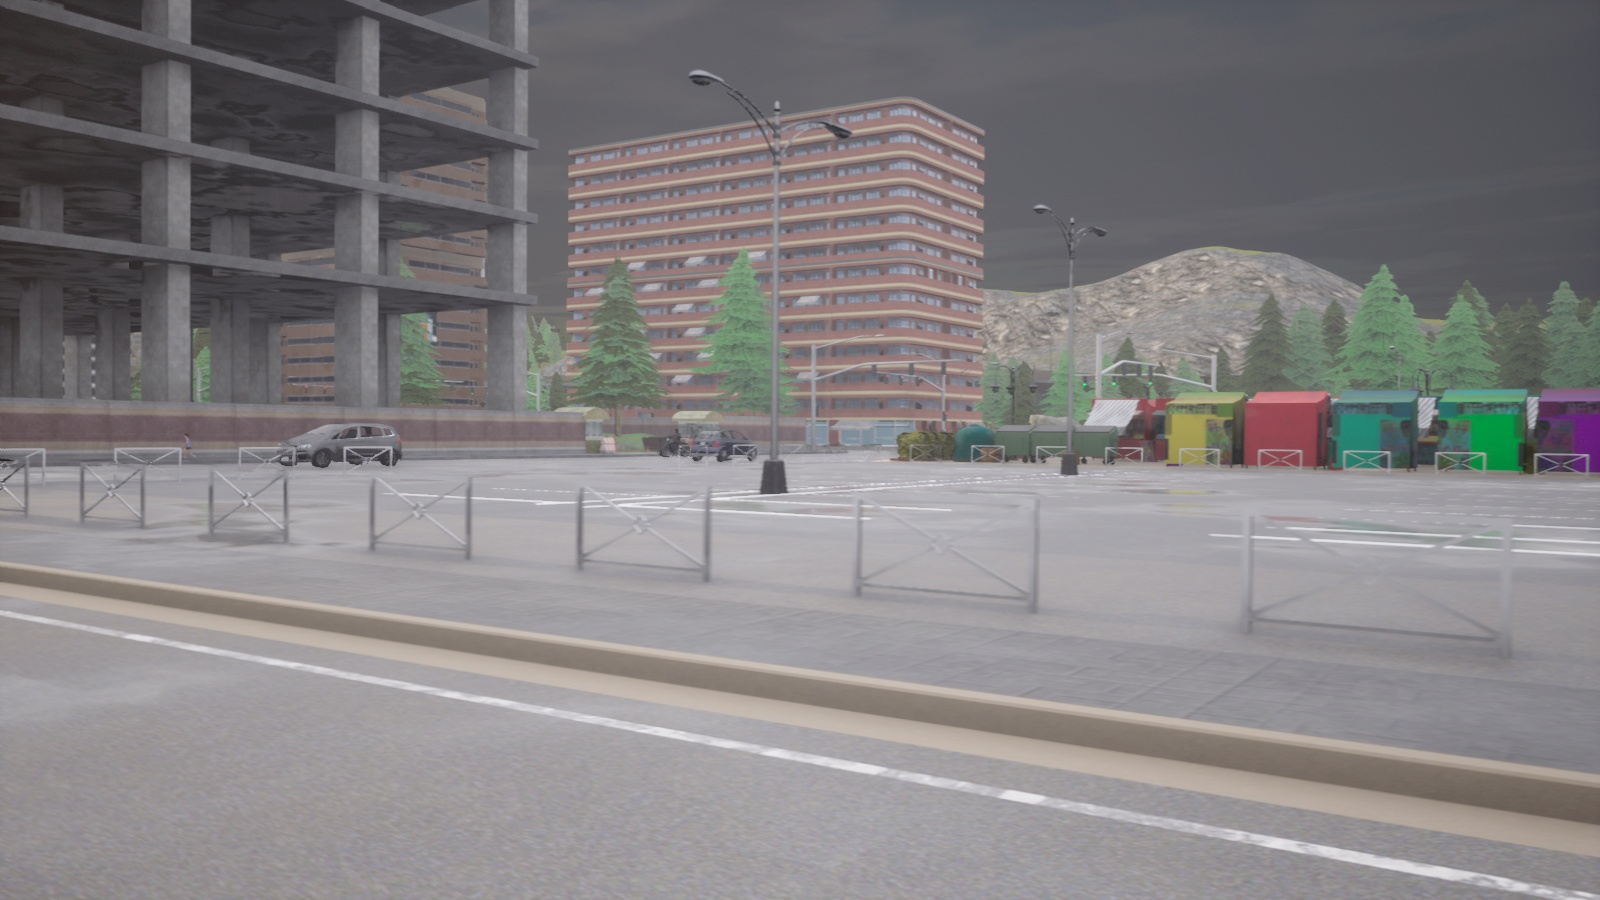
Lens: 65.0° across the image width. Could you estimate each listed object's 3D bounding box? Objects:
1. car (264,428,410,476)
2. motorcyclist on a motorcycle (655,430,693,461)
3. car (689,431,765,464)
[{"bbox_3d":[-17.054,0.041,46.460,2.242,1.667,4.611,0,1,33],"label":"car"},{"bbox_3d":[-6.838,-0.244,68.311,0.766,1.649,2.350,0,1,33],"label":"motorcyclist on a motorcycle"},{"bbox_3d":[-3.488,-0.142,60.674,1.789,1.549,3.705,0,1,33],"label":"car"}]
